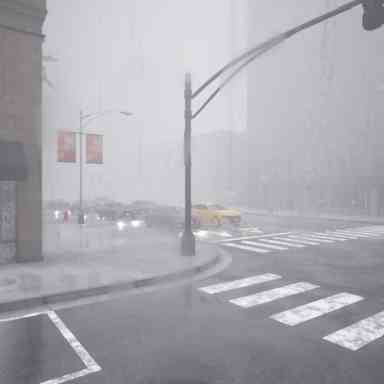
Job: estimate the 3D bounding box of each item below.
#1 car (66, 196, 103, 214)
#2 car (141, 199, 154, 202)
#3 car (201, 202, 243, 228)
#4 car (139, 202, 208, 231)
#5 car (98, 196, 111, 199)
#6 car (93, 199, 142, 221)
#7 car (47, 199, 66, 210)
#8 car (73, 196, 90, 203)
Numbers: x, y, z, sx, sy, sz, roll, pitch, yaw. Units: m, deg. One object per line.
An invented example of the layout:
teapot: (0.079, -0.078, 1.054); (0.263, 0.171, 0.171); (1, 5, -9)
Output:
car: (-11.069, 1.478, 34.108); (1.812, 1.442, 4.674); (0, 0, -36)
car: (-4.264, 1.463, 30.203); (1.837, 1.490, 4.892); (0, 0, -36)
car: (1.284, 1.451, 22.504); (1.882, 1.535, 5.008); (0, 0, -35)
car: (-1.224, 1.542, 20.424); (1.994, 1.385, 4.181); (0, 0, -36)
car: (-10.251, 1.295, 38.529); (2.097, 1.767, 4.553); (0, 0, -36)
car: (-6.144, 1.529, 27.242); (1.994, 1.385, 4.181); (0, 0, -37)
car: (-17.054, 1.538, 42.458); (1.895, 1.301, 4.718); (0, 0, -35)
car: (-22.041, 1.451, 66.332); (1.994, 1.385, 4.181); (0, 0, -36)
